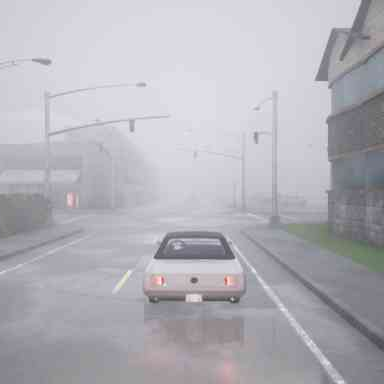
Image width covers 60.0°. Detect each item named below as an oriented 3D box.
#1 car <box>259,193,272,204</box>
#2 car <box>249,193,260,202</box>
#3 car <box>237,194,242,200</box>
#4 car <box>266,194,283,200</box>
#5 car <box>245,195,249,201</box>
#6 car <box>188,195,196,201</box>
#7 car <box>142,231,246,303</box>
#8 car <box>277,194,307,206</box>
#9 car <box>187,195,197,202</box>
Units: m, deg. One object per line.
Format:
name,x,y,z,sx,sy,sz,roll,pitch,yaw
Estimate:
car,14.186,1.160,54.519,5.027,1.636,2.152,0,0,0
car,14.189,1.082,67.314,3.866,1.878,1.905,0,0,0
car,13.920,1.375,88.803,3.633,1.501,1.845,0,0,0
car,21.339,1.386,85.821,3.806,1.475,1.970,0,0,0
car,13.777,1.102,70.219,4.605,1.855,1.932,0,0,0
car,0.031,1.517,82.047,1.994,1.385,4.181,0,0,0
car,0.061,1.600,8.134,1.895,1.301,4.718,0,0,1
car,14.507,1.240,48.102,3.806,1.475,1.970,0,0,0
car,0.027,1.338,71.954,2.097,1.767,4.553,0,0,0
